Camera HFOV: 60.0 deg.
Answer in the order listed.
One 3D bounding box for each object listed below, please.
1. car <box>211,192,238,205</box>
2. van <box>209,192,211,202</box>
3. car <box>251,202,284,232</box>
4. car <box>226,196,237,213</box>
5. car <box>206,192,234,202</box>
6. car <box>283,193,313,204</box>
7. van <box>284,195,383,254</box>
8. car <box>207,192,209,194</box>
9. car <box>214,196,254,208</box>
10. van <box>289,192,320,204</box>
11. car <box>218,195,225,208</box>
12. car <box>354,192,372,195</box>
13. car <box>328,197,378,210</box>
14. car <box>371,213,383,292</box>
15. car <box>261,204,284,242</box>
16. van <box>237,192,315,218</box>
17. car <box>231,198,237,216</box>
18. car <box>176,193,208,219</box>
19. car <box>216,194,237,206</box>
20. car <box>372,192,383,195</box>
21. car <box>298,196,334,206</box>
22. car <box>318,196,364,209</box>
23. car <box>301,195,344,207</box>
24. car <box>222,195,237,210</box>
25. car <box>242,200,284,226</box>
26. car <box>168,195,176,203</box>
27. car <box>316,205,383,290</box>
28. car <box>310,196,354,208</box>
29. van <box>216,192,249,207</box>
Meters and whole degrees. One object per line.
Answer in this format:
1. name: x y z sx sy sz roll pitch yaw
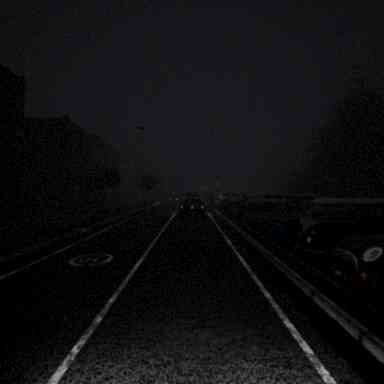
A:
1. car: 5.588 1.024 41.458 5.566 2.045 2.435 0 0 0
2. van: 5.418 1.024 52.672 4.442 1.987 1.878 0 0 0
3. car: 5.595 1.417 16.233 4.792 1.488 2.163 0 0 0
4. car: 5.781 1.323 27.447 5.366 1.575 1.946 0 0 0
5. car: 5.545 0.995 66.688 5.566 2.045 2.435 0 0 0
6. car: 18.573 1.116 58.335 4.553 1.767 2.185 0 0 0
7. van: 5.522 1.192 10.625 4.442 1.987 1.878 0 0 0
8. car: 5.553 0.989 58.277 5.566 2.045 2.435 0 0 0
9. car: 5.547 1.269 44.263 5.008 1.535 2.097 0 0 0
10. van: 18.725 1.019 55.555 4.442 1.987 1.878 0 0 0
11. car: 5.545 1.319 35.854 4.792 1.488 2.163 0 0 0
12. car: 18.625 1.040 36.057 5.566 2.045 2.435 0 0 0
13. car: 18.675 1.312 38.841 4.792 1.488 2.163 0 0 0
14. car: 5.621 1.323 5.020 4.553 1.767 2.185 0 0 0
15. car: 5.626 1.402 13.430 5.008 1.535 2.097 0 0 0
16. van: 5.493 1.131 21.838 4.442 1.987 1.878 0 0 0
17. car: 5.632 1.371 24.643 4.792 1.488 2.163 0 0 0
18. car: 0.021 1.207 27.489 2.097 1.767 4.553 0 0 0
19. car: 5.563 1.283 38.652 4.892 1.521 2.231 0 0 0
20. car: 18.646 1.075 27.702 5.566 2.045 2.435 0 0 0
21. car: 18.617 1.297 49.983 4.674 1.452 2.002 0 0 0
22. car: 18.610 1.306 41.626 4.792 1.488 2.163 0 0 0
23. car: 18.440 1.261 47.197 5.366 1.575 1.946 0 0 0
24. car: 5.583 1.312 30.246 5.008 1.535 2.097 0 0 0
25. car: 5.588 1.401 19.037 4.792 1.488 2.163 0 0 0
26. car: -3.351 1.269 62.426 1.837 1.490 4.892 0 0 0
27. car: 5.677 1.308 7.823 4.553 1.767 2.185 0 0 0
28. car: 18.627 1.270 44.411 5.008 1.535 2.097 0 0 0
29. van: 5.662 1.037 47.066 4.442 1.987 1.878 0 0 0
